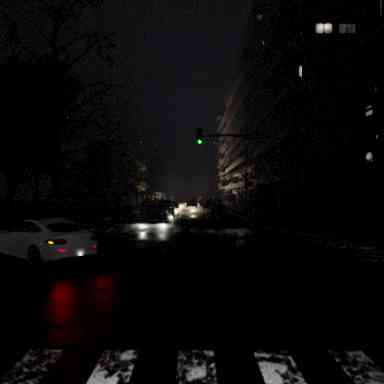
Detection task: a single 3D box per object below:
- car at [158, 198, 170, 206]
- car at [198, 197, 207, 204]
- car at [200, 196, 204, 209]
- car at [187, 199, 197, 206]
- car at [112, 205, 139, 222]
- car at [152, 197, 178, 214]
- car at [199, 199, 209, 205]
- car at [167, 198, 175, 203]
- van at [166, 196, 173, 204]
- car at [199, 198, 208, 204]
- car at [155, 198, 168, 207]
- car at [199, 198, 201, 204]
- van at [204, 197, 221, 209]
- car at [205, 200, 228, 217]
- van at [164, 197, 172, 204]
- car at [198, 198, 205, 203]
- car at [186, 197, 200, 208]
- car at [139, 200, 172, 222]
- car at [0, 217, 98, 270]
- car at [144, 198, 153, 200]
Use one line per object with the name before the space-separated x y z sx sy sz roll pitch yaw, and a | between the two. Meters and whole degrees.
car | -5.709 1.994 68.289 1.967 1.590 4.097 0 -1 0
car | 2.665 2.151 85.181 1.967 1.590 4.097 0 -1 0
car | 2.676 1.846 51.402 1.967 1.590 4.097 0 0 0
car | -0.021 2.117 68.013 1.994 1.385 4.181 0 -1 0
car | -5.697 1.786 28.878 1.947 1.339 4.313 0 0 0
car | -3.093 1.655 39.107 2.097 1.767 4.553 0 0 0
car | 2.668 2.156 73.921 2.008 1.369 4.403 0 -1 0
car | -5.718 2.316 90.807 2.008 1.369 4.403 0 -1 0
van | -5.715 2.051 85.179 1.690 1.788 3.998 0 -1 0
car | 2.666 2.202 79.551 1.887 1.381 4.507 0 -1 0
car | -5.708 1.944 62.660 1.967 1.590 4.097 0 -1 0
car | 2.673 2.006 57.031 2.008 1.369 4.403 0 -1 0
van | 2.680 1.652 40.143 1.690 1.788 3.998 0 0 0
car | 2.681 1.810 34.510 1.887 1.381 4.507 0 0 0
van | -5.714 1.998 79.550 1.690 1.788 3.998 0 -1 0
car | 2.662 2.347 90.810 1.802 1.307 4.206 0 -1 0
car | -0.019 1.968 57.977 1.837 1.490 4.892 0 0 0
car | -3.098 1.700 29.139 1.882 1.535 5.008 0 0 0
car | -5.011 1.578 11.207 4.674 1.442 1.812 -1 -2 41
car | -5.700 1.835 39.969 1.752 1.417 4.829 0 0 0
